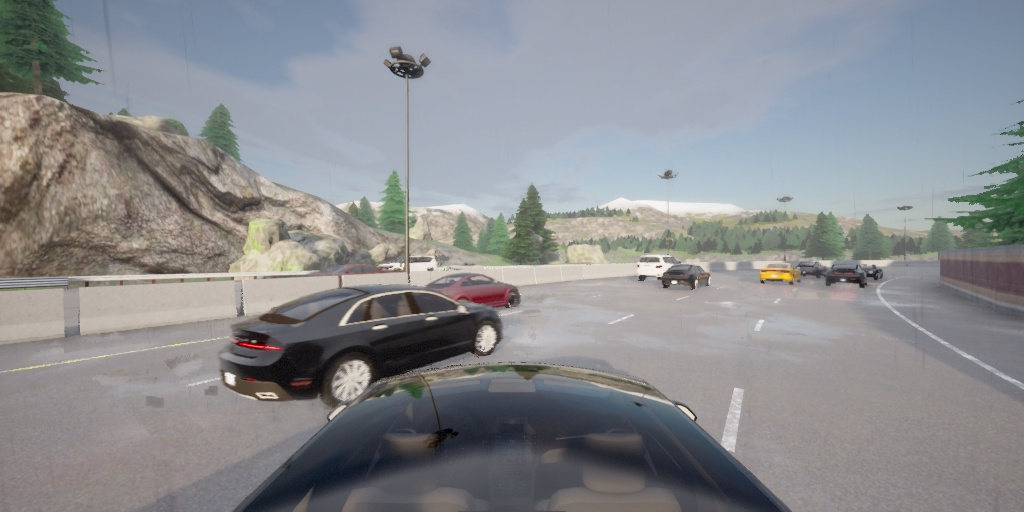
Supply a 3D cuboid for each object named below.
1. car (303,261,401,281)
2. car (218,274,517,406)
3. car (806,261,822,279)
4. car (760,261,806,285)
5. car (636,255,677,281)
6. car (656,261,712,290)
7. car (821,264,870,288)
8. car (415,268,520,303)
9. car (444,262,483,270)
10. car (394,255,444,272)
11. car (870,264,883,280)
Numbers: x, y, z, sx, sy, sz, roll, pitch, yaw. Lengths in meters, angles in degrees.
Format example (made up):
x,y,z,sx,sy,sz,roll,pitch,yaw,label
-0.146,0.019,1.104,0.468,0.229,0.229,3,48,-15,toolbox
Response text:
x,y,z,sx,sy,sz,roll,pitch,yaw,label
-9.246,1.227,20.626,1.882,1.535,5.008,0,0,38,car
-2.077,1.254,6.382,1.837,1.490,4.892,0,0,34,car
27.713,1.241,33.200,4.902,1.511,2.128,0,0,-39,car
19.769,1.227,26.330,5.008,1.535,1.882,0,0,-44,car
11.968,0.967,28.619,2.150,2.045,5.566,0,-1,45,car
11.101,1.256,22.654,1.837,1.490,4.892,0,0,43,car
22.483,1.255,24.082,4.892,1.490,1.837,0,0,-43,car
-1.508,1.314,13.101,1.994,1.385,4.181,0,0,37,car
-5.613,1.350,40.926,1.895,1.301,4.718,0,0,44,car
-9.168,0.971,31.835,2.150,2.045,5.566,0,0,41,car
30.427,1.351,30.911,4.718,1.301,1.895,0,0,-39,car
